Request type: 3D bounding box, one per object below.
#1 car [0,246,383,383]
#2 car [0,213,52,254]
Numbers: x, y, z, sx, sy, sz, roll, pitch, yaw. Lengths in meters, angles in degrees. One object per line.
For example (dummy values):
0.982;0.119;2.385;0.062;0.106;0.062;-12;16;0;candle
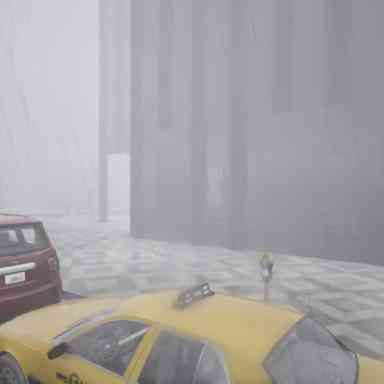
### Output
-0.191;1.525;3.099;4.829;1.417;1.752;0;0;36;car
-4.466;1.314;6.155;5.009;1.841;2.192;0;0;36;car
